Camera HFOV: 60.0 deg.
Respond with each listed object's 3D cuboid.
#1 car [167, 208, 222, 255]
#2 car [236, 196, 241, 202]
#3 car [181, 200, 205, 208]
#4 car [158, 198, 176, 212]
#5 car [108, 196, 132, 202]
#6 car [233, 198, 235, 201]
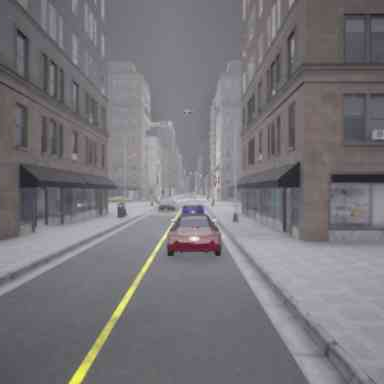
[{"bbox_3d":[0.087,1.548,13.242,1.994,1.385,4.181,0,0,0],"label":"car"},{"bbox_3d":[11.764,1.514,69.146,4.403,1.369,2.008,0,0,0],"label":"car"},{"bbox_3d":[0.089,1.445,29.436,1.882,1.535,5.008,0,0,0],"label":"car"},{"bbox_3d":[-2.843,1.436,38.451,1.882,1.535,5.008,0,0,0],"label":"car"},{"bbox_3d":[-14.911,1.480,69.168,4.829,1.417,1.752,0,0,0],"label":"car"},{"bbox_3d":[11.771,1.464,77.171,4.507,1.381,1.887,0,0,0],"label":"car"}]
